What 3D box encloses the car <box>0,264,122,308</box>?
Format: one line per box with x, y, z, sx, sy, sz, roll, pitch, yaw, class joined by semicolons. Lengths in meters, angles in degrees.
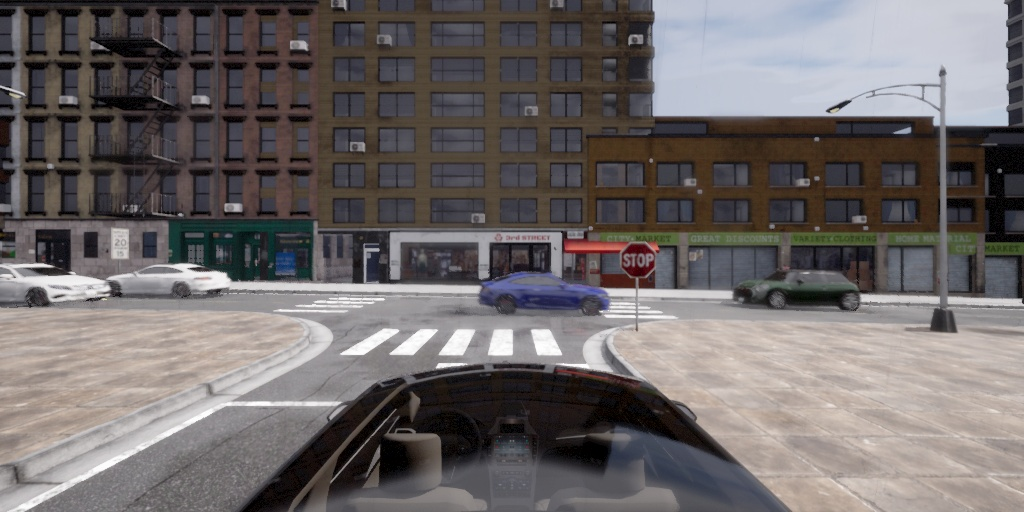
-17.393;1.006;12.832;4.674;1.442;1.812;1;0;0;car

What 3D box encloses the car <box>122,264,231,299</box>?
-15.076;1.055;15.783;4.674;1.442;1.812;1;0;0;car

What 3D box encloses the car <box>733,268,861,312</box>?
12.363;1.386;15.794;4.553;1.767;2.097;1;0;0;car

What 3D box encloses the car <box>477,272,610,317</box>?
1.104;1.311;12.839;4.674;1.442;1.812;1;0;0;car
